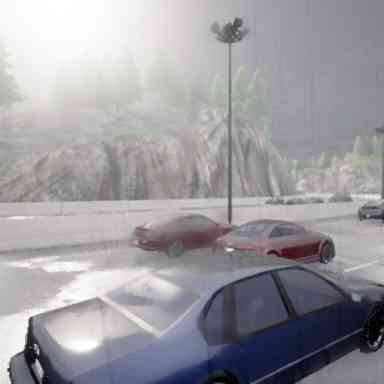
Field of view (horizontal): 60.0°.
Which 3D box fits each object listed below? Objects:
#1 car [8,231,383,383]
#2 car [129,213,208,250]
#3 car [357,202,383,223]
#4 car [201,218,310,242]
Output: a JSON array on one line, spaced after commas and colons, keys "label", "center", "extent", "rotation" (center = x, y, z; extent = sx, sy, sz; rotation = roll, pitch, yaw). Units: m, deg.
[{"label": "car", "center": [0.703, 1.544, 4.348], "extent": [5.357, 1.411, 2.033], "rotation": [0, 0, -37]}, {"label": "car", "center": [-0.077, 1.518, 12.606], "extent": [4.674, 1.442, 1.812], "rotation": [0, 0, -38]}, {"label": "car", "center": [14.039, 1.466, 24.826], "extent": [4.902, 1.511, 2.128], "rotation": [0, 0, -44]}, {"label": "car", "center": [2.594, 1.556, 10.268], "extent": [4.181, 1.385, 1.994], "rotation": [0, 0, -38]}]
